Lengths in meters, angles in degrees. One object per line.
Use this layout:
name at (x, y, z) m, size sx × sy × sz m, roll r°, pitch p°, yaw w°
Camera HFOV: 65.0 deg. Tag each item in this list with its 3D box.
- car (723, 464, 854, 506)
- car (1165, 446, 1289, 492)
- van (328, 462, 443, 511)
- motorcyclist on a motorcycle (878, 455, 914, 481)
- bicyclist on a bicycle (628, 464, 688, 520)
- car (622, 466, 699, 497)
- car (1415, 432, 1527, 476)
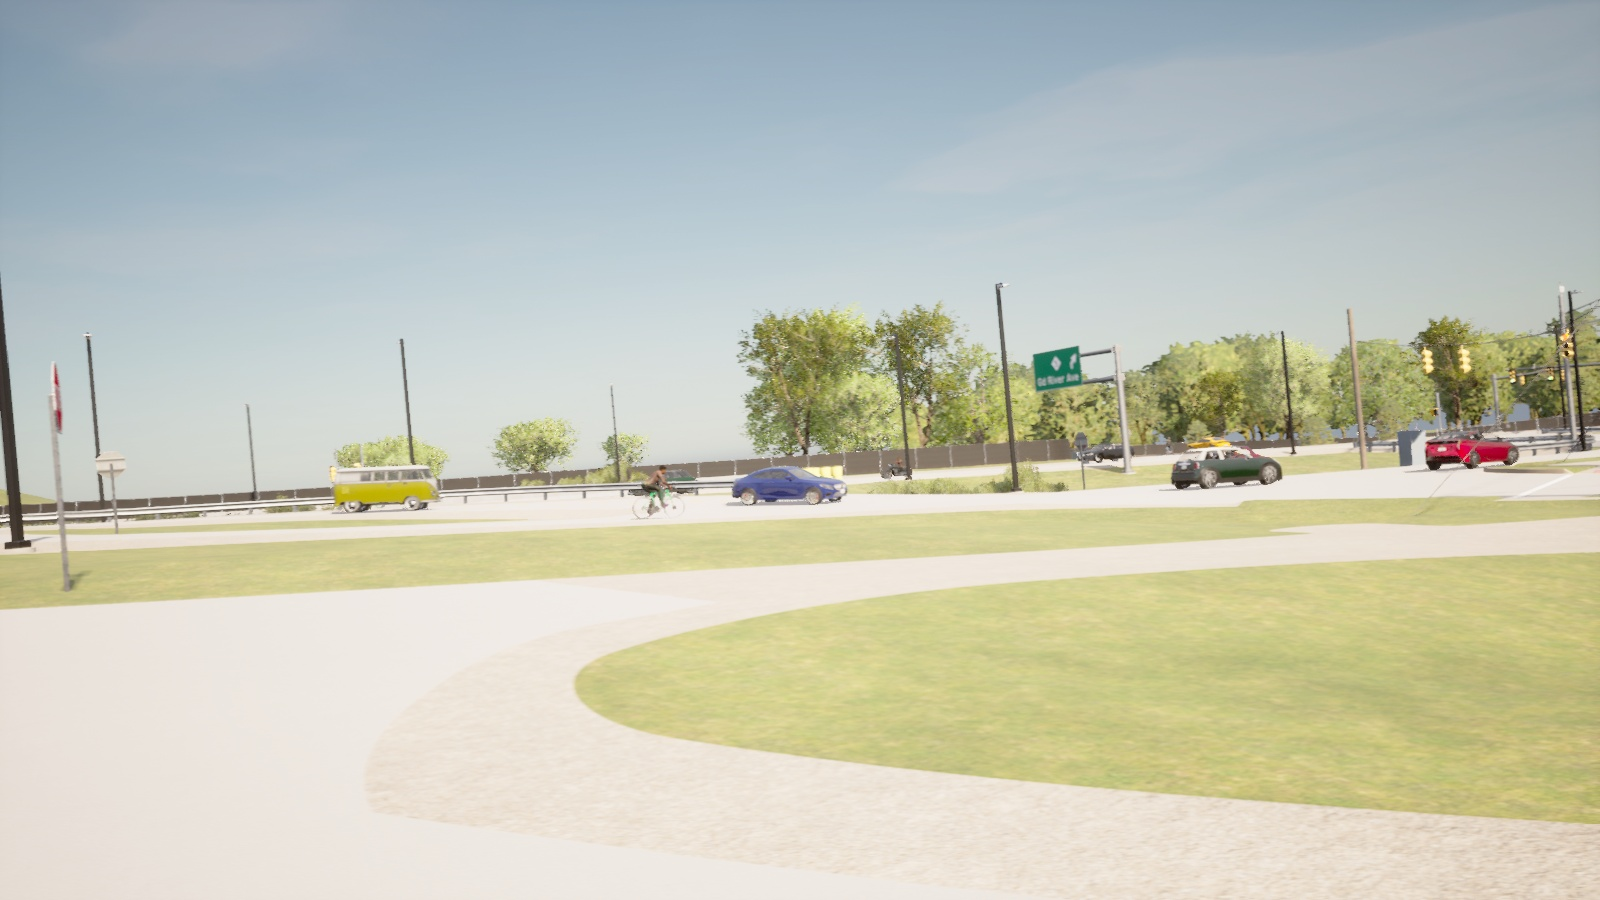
car at (-0.449, 1.353, 48.116) m, size 4.674 × 1.442 × 1.812 m, roll -2°, pitch 1°, yaw 30°
car at (15.592, 0.697, 45.936) m, size 3.806 × 1.475 × 1.970 m, roll -3°, pitch -1°, yaw -17°
van at (-18.032, 1.574, 54.769) m, size 4.442 × 1.987 × 1.775 m, roll -2°, pitch 0°, yaw -4°
motorcyclist on a motorcycle at (6.668, 1.284, 87.434) m, size 2.350 × 1.649 × 0.766 m, roll -3°, pitch -1°, yaw -25°
bicyclist on a bicycle at (-4.276, 1.252, 37.731) m, size 1.656 × 1.620 × 0.582 m, roll 0°, pitch -2°, yaw -25°
car at (-9.319, 2.124, 83.773) m, size 4.553 × 1.767 × 2.097 m, roll -3°, pitch -1°, yaw -25°
car at (27.086, 0.143, 50.681) m, size 4.514 × 1.525 × 2.007 m, roll -2°, pitch -1°, yaw -34°
